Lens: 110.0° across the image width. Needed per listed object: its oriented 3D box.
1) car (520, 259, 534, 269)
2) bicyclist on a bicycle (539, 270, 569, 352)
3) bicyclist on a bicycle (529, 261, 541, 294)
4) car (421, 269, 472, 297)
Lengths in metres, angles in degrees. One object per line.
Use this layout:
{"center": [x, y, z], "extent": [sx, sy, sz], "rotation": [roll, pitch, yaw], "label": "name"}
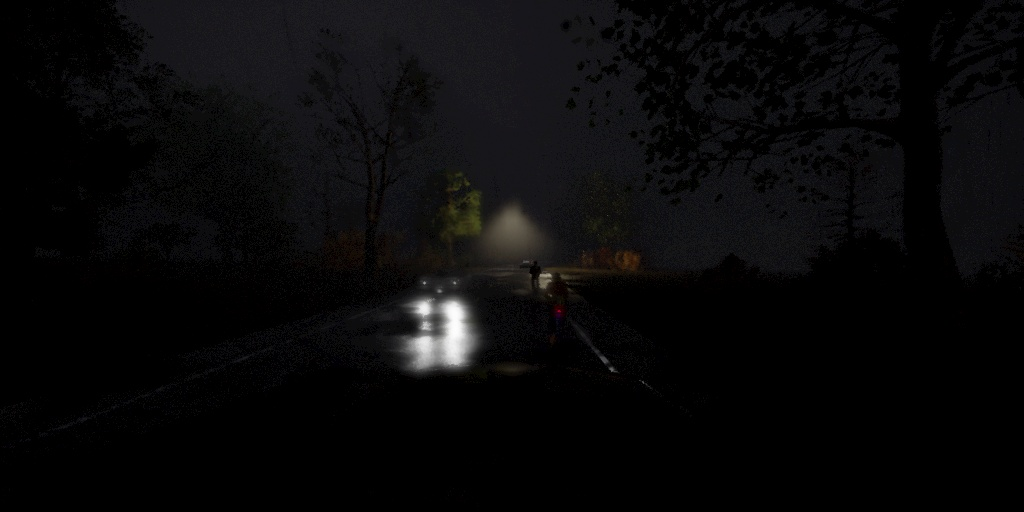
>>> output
{"center": [2.344, 1.424, 59.256], "extent": [1.994, 1.385, 4.181], "rotation": [0, 0, 3], "label": "car"}
{"center": [1.015, 1.203, 7.964], "extent": [0.582, 1.620, 1.656], "rotation": [0, 0, 1], "label": "bicyclist on a bicycle"}
{"center": [1.182, 1.125, 18.094], "extent": [0.659, 1.776, 1.843], "rotation": [0, 0, 1], "label": "bicyclist on a bicycle"}
{"center": [-3.360, 1.353, 19.046], "extent": [1.895, 1.301, 4.718], "rotation": [0, 0, 1], "label": "car"}
